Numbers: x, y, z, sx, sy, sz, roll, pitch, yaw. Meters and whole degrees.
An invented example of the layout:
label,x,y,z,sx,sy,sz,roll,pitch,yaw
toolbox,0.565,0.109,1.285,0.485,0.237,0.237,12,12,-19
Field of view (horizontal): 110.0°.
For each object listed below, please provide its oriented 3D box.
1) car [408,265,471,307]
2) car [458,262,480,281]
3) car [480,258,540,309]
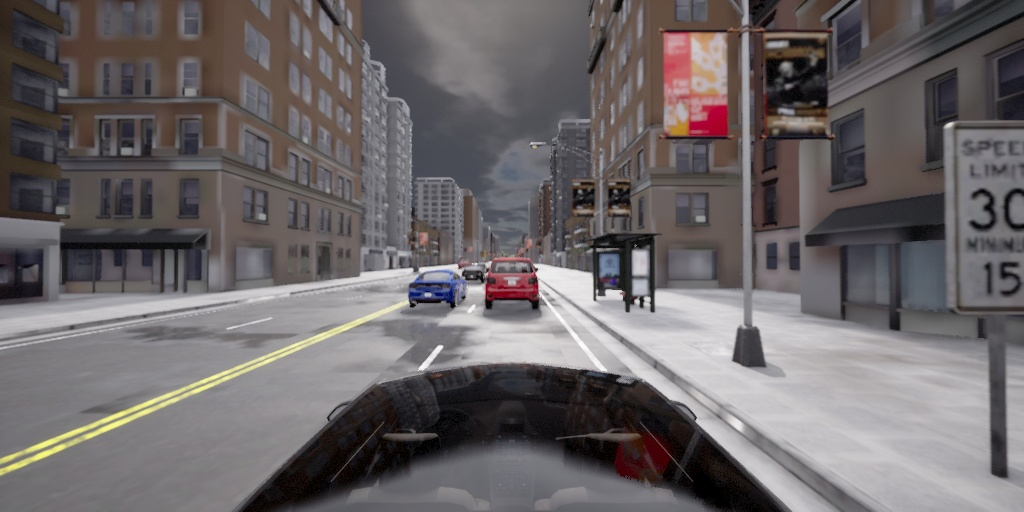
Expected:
label,x,y,z,sx,sy,sz,roll,pitch,yaw
car,-3.237,1.369,16.343,1.882,1.535,5.008,0,0,0
car,-3.232,1.516,31.347,1.882,1.535,5.008,0,0,0
car,0.007,1.103,15.888,2.150,2.045,5.566,0,0,0
